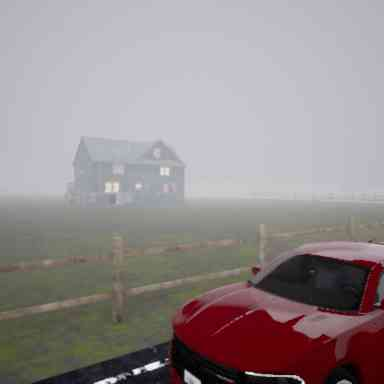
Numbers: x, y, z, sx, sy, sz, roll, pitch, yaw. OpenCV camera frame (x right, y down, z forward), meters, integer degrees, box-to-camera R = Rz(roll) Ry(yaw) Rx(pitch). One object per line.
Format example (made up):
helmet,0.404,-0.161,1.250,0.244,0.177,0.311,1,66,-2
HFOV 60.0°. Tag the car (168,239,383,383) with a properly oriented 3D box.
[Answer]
car,2.037,1.472,4.525,5.008,1.535,1.882,0,0,-36
